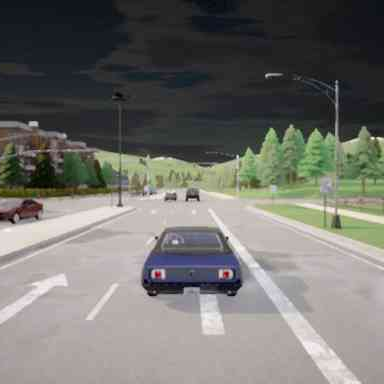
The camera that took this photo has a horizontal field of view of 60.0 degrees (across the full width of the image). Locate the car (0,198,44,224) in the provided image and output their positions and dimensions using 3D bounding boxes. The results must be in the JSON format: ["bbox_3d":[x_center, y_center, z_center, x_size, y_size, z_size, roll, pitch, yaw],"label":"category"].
[{"bbox_3d":[-11.553,1.153,21.791,1.882,1.535,5.008,0,1,0],"label":"car"}]

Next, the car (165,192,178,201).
[{"bbox_3d":[-3.391,0.677,54.926,2.128,1.511,4.902,0,1,0],"label":"car"}]

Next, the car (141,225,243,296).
[{"bbox_3d":[0.001,1.477,8.235,1.895,1.301,4.718,0,1,0],"label":"car"}]

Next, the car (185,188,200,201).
[{"bbox_3d":[0.110,0.408,54.862,2.150,2.045,5.566,0,1,0],"label":"car"}]

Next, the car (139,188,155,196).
[{"bbox_3d":[-11.851,-0.080,88.118,2.150,2.045,5.566,0,1,-1],"label":"car"}]

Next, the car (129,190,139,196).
[{"bbox_3d":[-15.351,0.220,88.100,1.812,1.442,4.674,0,1,-1],"label":"car"}]
